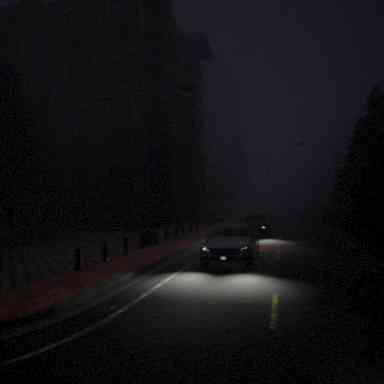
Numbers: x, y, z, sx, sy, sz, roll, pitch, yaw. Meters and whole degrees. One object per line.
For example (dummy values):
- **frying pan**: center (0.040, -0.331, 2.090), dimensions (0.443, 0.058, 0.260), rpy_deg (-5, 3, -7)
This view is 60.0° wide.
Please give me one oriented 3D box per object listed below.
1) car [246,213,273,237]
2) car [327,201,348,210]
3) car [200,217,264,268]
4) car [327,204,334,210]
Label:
- **car**: center (4.538, 2.237, 23.200), dimensions (1.837, 1.490, 4.892), rpy_deg (-2, -2, 16)
- **car**: center (30.999, 2.901, 71.138), dimensions (3.866, 1.878, 1.905), rpy_deg (-2, -2, 16)
- **car**: center (1.664, 1.979, 13.309), dimensions (1.812, 1.442, 4.674), rpy_deg (-2, -2, 16)
- **car**: center (30.696, 2.817, 68.614), dimensions (4.605, 1.855, 1.932), rpy_deg (-2, -2, 16)
